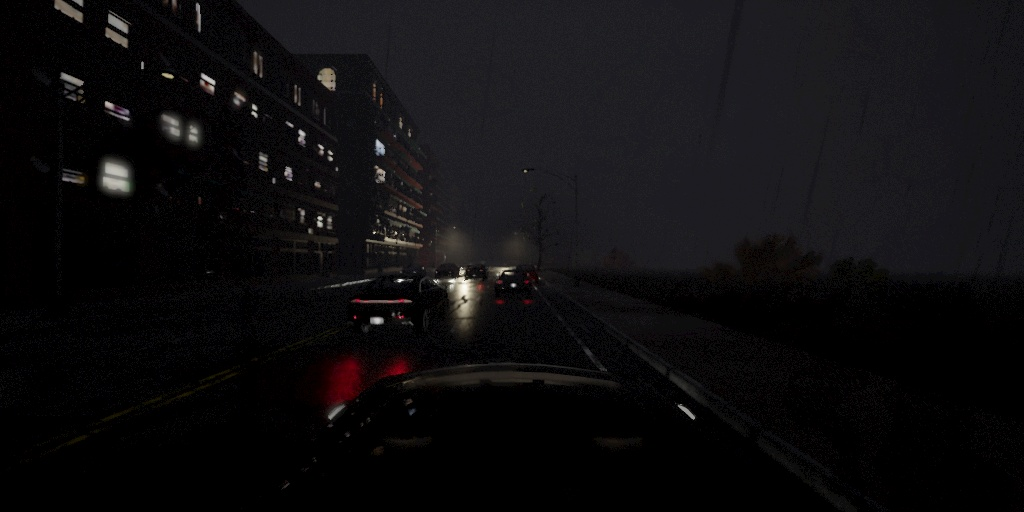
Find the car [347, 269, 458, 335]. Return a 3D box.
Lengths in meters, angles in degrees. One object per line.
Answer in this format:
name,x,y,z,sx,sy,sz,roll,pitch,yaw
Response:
car,-3.169,1.305,10.819,2.128,1.511,4.902,0,0,0

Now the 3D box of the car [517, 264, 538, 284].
car,1.085,1.417,29.380,1.882,1.535,5.008,0,0,0

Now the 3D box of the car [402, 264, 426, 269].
car,-9.916,1.511,36.153,1.812,1.442,4.674,0,0,0

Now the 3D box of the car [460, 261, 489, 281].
car,-3.209,1.456,32.874,2.128,1.511,4.902,0,0,0

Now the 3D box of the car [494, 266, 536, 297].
car,0.067,1.439,19.853,1.994,1.385,4.181,0,0,0

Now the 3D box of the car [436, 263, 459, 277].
car,-6.669,1.468,37.014,1.882,1.535,5.008,0,0,0
